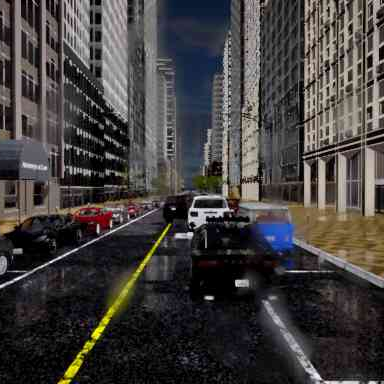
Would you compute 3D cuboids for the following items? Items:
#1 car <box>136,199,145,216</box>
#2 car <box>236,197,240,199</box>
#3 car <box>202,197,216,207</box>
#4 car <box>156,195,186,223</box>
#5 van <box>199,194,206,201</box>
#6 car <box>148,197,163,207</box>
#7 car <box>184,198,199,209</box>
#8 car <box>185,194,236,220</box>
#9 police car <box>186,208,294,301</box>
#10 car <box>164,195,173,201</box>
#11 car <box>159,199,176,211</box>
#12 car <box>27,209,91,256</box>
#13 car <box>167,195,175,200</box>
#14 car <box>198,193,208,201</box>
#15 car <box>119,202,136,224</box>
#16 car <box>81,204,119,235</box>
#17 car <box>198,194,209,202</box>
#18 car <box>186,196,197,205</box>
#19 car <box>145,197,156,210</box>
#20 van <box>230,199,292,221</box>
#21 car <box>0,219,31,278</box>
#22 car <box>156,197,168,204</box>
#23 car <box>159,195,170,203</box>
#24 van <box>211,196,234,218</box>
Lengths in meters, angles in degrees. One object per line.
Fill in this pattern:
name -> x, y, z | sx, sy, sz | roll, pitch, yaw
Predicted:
car -> -5.725, 1.575, 30.102 | 1.802, 1.307, 4.206 | -1, 0, 0
car -> 2.658, 1.309, 24.425 | 2.192, 1.841, 5.009 | -1, 0, 0
car -> 2.637, 1.538, 52.843 | 2.008, 1.369, 4.403 | -1, 0, 0
car -> -0.165, 1.214, 24.787 | 2.150, 2.045, 5.566 | -1, 0, 24
van -> 2.606, 1.317, 86.946 | 1.690, 1.788, 3.998 | -1, 0, 0
car -> -5.744, 1.538, 52.836 | 2.008, 1.369, 4.403 | -1, 0, 0
car -> -0.027, 1.553, 45.684 | 1.994, 1.385, 4.181 | 0, 0, 1
car -> 0.883, 1.220, 18.434 | 2.150, 2.045, 5.566 | 0, 0, 0
police car -> 0.891, 1.423, 8.513 | 1.930, 1.638, 5.238 | 0, 0, 0
car -> -5.767, 1.503, 81.085 | 1.752, 1.417, 4.829 | -1, 0, 0
car -> -3.034, 1.590, 42.279 | 1.895, 1.301, 4.718 | 0, 0, 0
car -> -5.710, 1.563, 13.051 | 1.947, 1.339, 4.313 | -1, 0, 0
car -> -5.777, 1.539, 92.622 | 1.947, 1.339, 4.313 | -1, 0, 0
car -> 2.611, 1.293, 81.262 | 2.192, 1.841, 5.009 | -1, 0, 0
car -> -5.721, 1.545, 24.418 | 2.008, 1.369, 4.403 | -1, 0, 0
car -> -5.715, 1.540, 18.735 | 1.887, 1.381, 4.507 | -1, 0, 0
car -> 2.615, 1.295, 75.578 | 2.192, 1.841, 5.009 | -1, 0, 0
car -> -0.052, 1.511, 59.413 | 1.812, 1.442, 4.674 | 0, 0, 0
car -> -5.735, 1.541, 41.469 | 2.008, 1.369, 4.403 | -1, 0, 0
van -> 2.668, 1.338, 13.058 | 1.690, 1.788, 3.998 | -1, 0, 0
car -> -5.706, 1.549, 7.367 | 2.008, 1.369, 4.403 | -1, 0, 0
car -> -5.753, 1.565, 64.204 | 1.802, 1.307, 4.206 | -1, 0, 0
car -> -5.759, 1.422, 69.887 | 1.967, 1.590, 4.097 | -1, 0, 0
van -> 2.654, 1.334, 30.109 | 1.690, 1.788, 3.998 | -1, 0, 0
